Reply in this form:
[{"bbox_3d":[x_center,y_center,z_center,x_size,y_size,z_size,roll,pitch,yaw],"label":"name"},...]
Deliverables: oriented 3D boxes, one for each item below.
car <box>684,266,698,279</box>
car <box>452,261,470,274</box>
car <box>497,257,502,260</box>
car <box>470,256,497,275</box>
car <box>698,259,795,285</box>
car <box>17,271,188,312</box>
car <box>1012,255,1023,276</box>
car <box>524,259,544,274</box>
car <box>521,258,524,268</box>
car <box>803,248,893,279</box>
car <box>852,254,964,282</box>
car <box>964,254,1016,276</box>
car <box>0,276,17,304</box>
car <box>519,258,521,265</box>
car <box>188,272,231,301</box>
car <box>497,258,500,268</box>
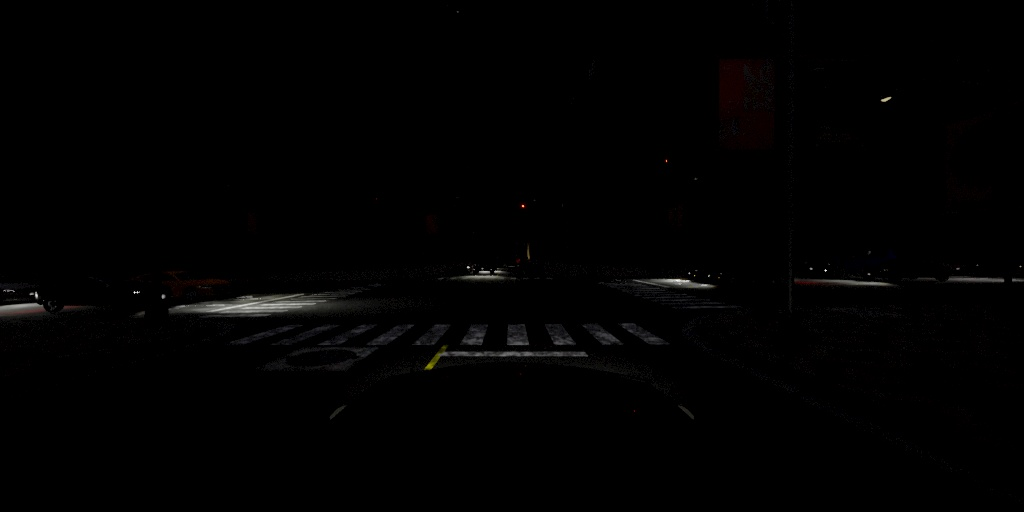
[{"bbox_3d":[14.661,1.020,25.621,4.181,1.385,1.994,-1,0,0],"label":"car"},{"bbox_3d":[-5.787,1.305,41.053,2.007,1.370,4.403,0,0,0],"label":"car"},{"bbox_3d":[-3.207,1.310,61.148,2.033,1.411,5.357,0,0,-1],"label":"car"},{"bbox_3d":[-3.121,0.976,40.441,2.150,2.045,5.566,0,0,0],"label":"car"},{"bbox_3d":[14.734,0.965,22.351,4.892,1.490,1.837,-1,0,2],"label":"car"},{"bbox_3d":[-17.625,1.546,15.634,4.902,1.511,2.128,-1,0,2],"label":"car"},{"bbox_3d":[34.924,0.710,22.394,4.718,1.301,1.895,-1,0,0],"label":"car"},{"bbox_3d":[2.738,1.305,41.089,2.007,1.370,4.403,0,0,0],"label":"car"},{"bbox_3d":[2.686,1.303,51.978,1.888,1.381,4.507,0,0,0],"label":"car"},{"bbox_3d":[24.137,0.510,25.636,5.566,2.045,2.150,-1,0,0],"label":"car"},{"bbox_3d":[24.617,0.812,22.389,4.674,1.442,1.812,-1,0,0],"label":"car"},{"bbox_3d":[34.357,0.605,25.640,4.902,1.511,2.128,-1,0,0],"label":"car"},{"bbox_3d":[-27.622,1.763,18.861,4.674,1.442,1.812,-1,0,0],"label":"car"},{"bbox_3d":[2.661,1.311,57.422,2.007,1.370,4.403,0,0,0],"label":"car"},{"bbox_3d":[-17.647,1.528,18.878,5.008,1.535,1.882,-1,0,2],"label":"car"},{"bbox_3d":[-3.169,1.322,50.480,1.994,1.385,4.181,0,0,-1],"label":"car"}]
